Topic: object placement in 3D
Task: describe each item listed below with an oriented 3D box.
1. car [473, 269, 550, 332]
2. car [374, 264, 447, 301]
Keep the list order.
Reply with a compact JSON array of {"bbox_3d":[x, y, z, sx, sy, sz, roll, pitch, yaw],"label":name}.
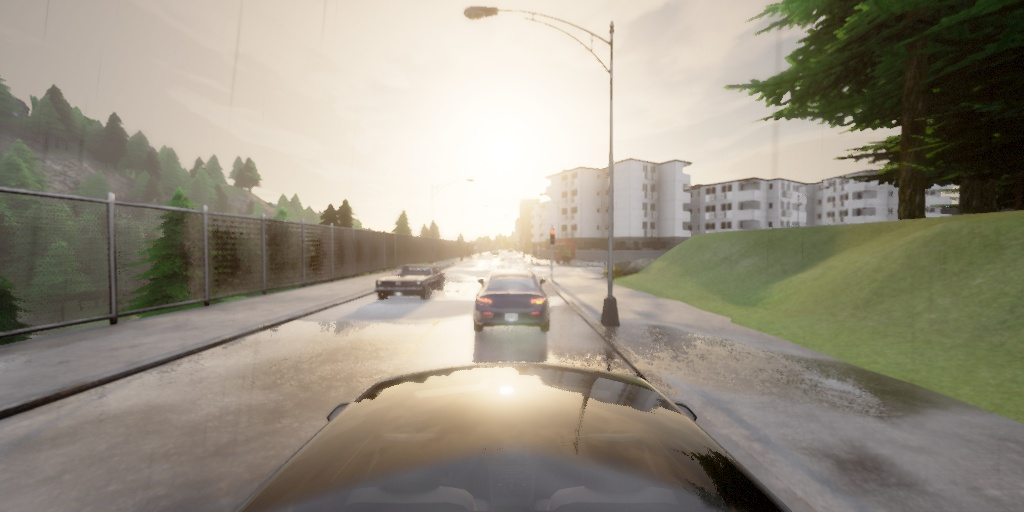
[{"bbox_3d":[-0.002,1.074,9.922,1.812,1.442,4.674,0,1,0],"label":"car"},{"bbox_3d":[-4.115,1.019,15.218,1.895,1.301,4.718,0,1,0],"label":"car"}]
